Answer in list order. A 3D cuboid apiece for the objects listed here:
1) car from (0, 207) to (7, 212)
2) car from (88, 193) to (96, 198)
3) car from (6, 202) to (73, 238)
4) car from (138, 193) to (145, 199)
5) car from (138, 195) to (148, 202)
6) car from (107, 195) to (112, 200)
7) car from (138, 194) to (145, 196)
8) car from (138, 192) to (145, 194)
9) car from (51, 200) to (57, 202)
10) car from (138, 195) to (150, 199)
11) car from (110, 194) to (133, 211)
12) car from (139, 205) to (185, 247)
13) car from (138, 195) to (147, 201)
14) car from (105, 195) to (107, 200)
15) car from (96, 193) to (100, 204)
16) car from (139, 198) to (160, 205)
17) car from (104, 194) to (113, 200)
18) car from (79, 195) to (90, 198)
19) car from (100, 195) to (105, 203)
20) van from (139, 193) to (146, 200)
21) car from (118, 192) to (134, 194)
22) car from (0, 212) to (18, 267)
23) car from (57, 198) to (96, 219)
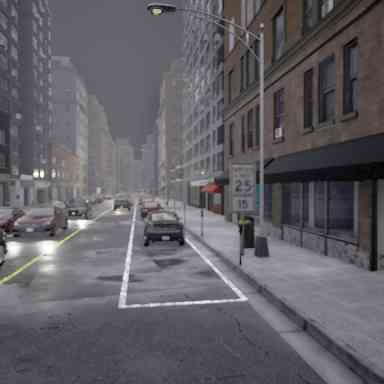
[{"bbox_3d":[-10.656,1.519,18.897,1.802,1.307,4.206,-1,0,-9],"label":"car"},{"bbox_3d":[-15.199,1.271,46.840,1.967,1.590,4.097,-1,0,-9],"label":"car"},{"bbox_3d":[-7.841,1.464,17.611,1.812,1.442,4.674,0,0,-9],"label":"car"},{"bbox_3d":[-14.050,1.189,92.914,1.967,1.590,4.097,-1,0,-9],"label":"car"},{"bbox_3d":[-10.415,1.330,70.559,1.947,1.339,4.313,-1,0,-9],"label":"car"},{"bbox_3d":[-20.648,1.324,80.376,1.887,1.381,4.507,-1,0,-9],"label":"car"},{"bbox_3d":[-6.782,1.370,48.204,1.947,1.339,4.313,-1,0,-9],"label":"car"},{"bbox_3d":[-7.692,1.231,53.792,1.967,1.590,4.097,-1,0,-9],"label":"car"},{"bbox_3d":[-12.444,1.412,29.907,1.752,1.417,4.829,-1,0,-9],"label":"car"},{"bbox_3d":[-4.965,1.383,37.027,1.887,1.381,4.507,-1,0,-9],"label":"car"},{"bbox_3d":[-8.060,1.345,38.646,1.837,1.490,4.892,0,0,-9],"label":"car"},{"bbox_3d":[-1.332,1.490,14.672,2.008,1.369,4.403,-1,0,-9],"label":"car"},{"bbox_3d":[-11.323,1.324,76.147,1.947,1.339,4.313,-1,0,-9],"label":"car"},{"bbox_3d":[-17.924,1.238,63.608,1.967,1.590,4.097,-1,0,-9],"label":"car"},{"bbox_3d":[-16.108,1.257,52.429,1.967,1.590,4.097,-1,0,-9],"label":"car"},{"bbox_3d":[-3.149,1.429,25.850,1.887,1.381,4.507,-1,0,-9],"label":"car"},{"bbox_3d":[-21.556,1.322,85.966,1.887,1.381,4.507,-1,0,-9],"label":"car"},{"bbox_3d":[-14.289,1.412,41.252,1.947,1.339,4.313,-1,0,-9],"label":"car"},{"bbox_3d":[-17.017,1.121,58.017,2.192,1.841,5.009,-1,0,-9],"label":"car"},{"bbox_3d":[-12.235,1.094,81.736,1.690,1.788,3.998,-1,0,-9],"label":"van"},{"bbox_3d":[-9.781,1.162,48.886,2.097,1.767,4.553,0,0,-9],"label":"car"},{"bbox_3d":[-6.348,1.491,8.416,1.837,1.490,4.892,0,0,-9],"label":"car"},{"bbox_3d":[-9.437,1.455,27.451,1.994,1.385,4.181,0,0,-10],"label":"car"}]
